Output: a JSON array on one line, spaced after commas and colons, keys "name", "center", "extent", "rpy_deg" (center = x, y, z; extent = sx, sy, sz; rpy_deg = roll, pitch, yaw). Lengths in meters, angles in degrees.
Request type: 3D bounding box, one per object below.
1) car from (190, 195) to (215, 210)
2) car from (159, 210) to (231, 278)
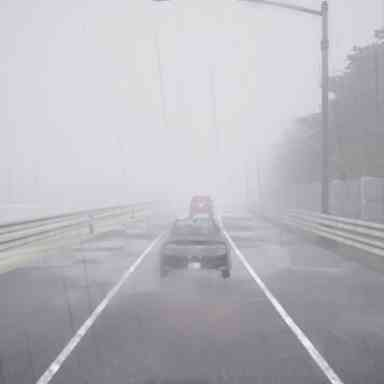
[{"name": "car", "center": [0.990, 1.330, 31.945], "extent": [2.150, 2.045, 5.566], "rpy_deg": [0, 0, 4]}, {"name": "car", "center": [0.096, 1.531, 10.282], "extent": [2.128, 1.511, 4.902], "rpy_deg": [0, 0, 1]}]
